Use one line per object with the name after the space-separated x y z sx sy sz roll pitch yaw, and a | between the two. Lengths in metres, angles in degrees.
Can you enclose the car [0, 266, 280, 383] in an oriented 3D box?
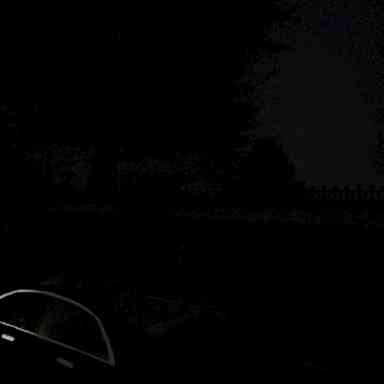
-1.258 1.558 3.780 4.403 1.369 2.008 0 0 35 | car
